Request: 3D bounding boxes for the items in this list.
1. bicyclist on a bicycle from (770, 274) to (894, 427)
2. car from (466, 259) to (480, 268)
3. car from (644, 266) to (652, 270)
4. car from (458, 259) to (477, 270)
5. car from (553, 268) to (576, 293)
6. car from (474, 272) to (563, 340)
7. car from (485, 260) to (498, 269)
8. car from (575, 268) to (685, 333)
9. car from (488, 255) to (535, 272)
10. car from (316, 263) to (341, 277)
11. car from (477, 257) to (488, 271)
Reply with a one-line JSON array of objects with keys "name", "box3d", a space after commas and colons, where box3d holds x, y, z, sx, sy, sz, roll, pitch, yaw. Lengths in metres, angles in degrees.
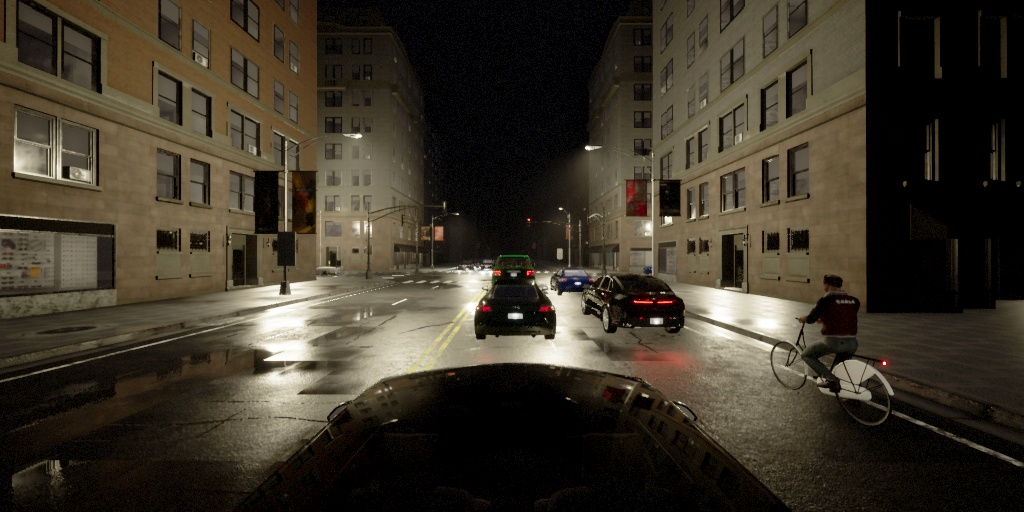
[{"name": "bicyclist on a bicycle", "box3d": [4.140, 1.121, 4.834, 0.659, 1.776, 1.843, 0, 0, 0]}, {"name": "car", "box3d": [-6.642, 1.273, 61.257, 1.837, 1.490, 4.892, 0, 0, 0]}, {"name": "car", "box3d": [16.363, 1.289, 37.584, 5.008, 1.535, 1.882, 0, 0, 0]}, {"name": "car", "box3d": [-6.645, 1.292, 52.247, 1.812, 1.442, 4.674, 0, 0, 0]}, {"name": "car", "box3d": [3.228, 1.317, 19.589, 1.994, 1.385, 4.181, 0, 0, 0]}, {"name": "car", "box3d": [0.087, 1.315, 10.027, 1.994, 1.385, 4.181, 0, 0, 0]}, {"name": "car", "box3d": [-3.396, 1.369, 60.255, 1.895, 1.301, 4.718, 0, 0, 0]}, {"name": "car", "box3d": [3.336, 1.256, 10.693, 1.837, 1.490, 4.892, 0, 0, 0]}, {"name": "car", "box3d": [0.079, 0.975, 19.440, 2.150, 2.045, 5.566, 0, 0, 0]}, {"name": "car", "box3d": [-19.215, 1.335, 34.738, 4.718, 1.301, 1.895, 0, 0, 3]}, {"name": "car", "box3d": [-3.397, 1.257, 50.991, 2.128, 1.511, 4.902, 0, 0, 0]}]
